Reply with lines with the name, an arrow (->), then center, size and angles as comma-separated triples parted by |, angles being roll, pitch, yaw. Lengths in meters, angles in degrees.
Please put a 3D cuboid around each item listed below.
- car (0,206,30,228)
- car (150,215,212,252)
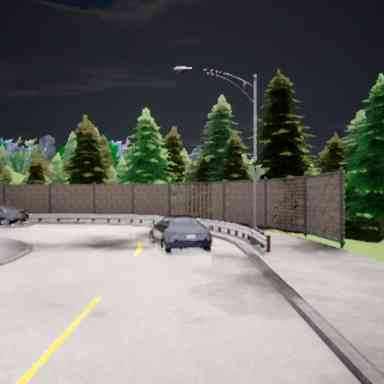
car -> -14.086, 1.716, 23.456 | 4.902, 1.511, 2.128 | 0, -1, 0
car -> -0.590, 1.707, 14.761 | 1.994, 1.385, 4.181 | 0, -1, -16
